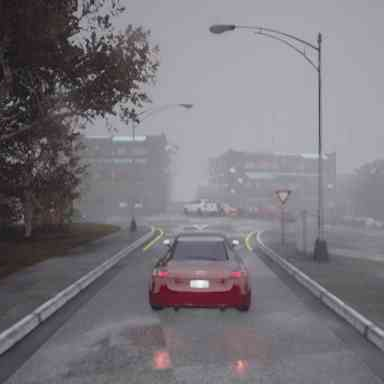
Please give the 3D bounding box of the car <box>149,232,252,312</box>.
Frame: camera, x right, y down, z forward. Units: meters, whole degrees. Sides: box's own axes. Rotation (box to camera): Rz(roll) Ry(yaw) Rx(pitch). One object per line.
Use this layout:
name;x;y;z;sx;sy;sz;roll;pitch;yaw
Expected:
car;0.210;1.637;7.915;1.994;1.385;4.181;0;-1;2

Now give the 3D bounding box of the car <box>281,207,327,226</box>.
car;13.068;2.846;39.027;4.553;1.767;2.097;5;-2;-11

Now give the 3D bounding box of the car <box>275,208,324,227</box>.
car;11.029;2.612;33.039;4.902;1.511;2.128;6;-2;-34

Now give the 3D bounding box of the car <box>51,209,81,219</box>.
car;-14.664;2.446;36.881;4.902;1.511;2.128;-2;-1;17

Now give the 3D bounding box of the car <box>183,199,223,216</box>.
car;0.971;1.899;41.858;2.435;2.045;5.566;1;-2;-31

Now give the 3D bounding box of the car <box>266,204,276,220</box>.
car;9.784;2.586;43.698;2.435;2.045;5.566;7;-3;-32

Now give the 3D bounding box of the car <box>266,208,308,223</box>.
car;12.602;3.114;44.464;1.946;1.575;5.366;6;-3;-31

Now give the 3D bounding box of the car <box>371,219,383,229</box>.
car;24.502;4.283;46.620;2.002;1.452;4.674;7;-3;-31

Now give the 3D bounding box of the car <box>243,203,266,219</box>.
car;6.799;2.427;43.075;2.185;1.767;4.553;6;-3;-32

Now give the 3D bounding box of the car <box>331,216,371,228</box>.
car;21.542;4.001;46.041;2.002;1.452;4.674;6;-3;-31

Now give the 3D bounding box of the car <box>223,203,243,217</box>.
car;3.838;2.183;42.511;2.185;1.767;4.553;4;-3;-32
